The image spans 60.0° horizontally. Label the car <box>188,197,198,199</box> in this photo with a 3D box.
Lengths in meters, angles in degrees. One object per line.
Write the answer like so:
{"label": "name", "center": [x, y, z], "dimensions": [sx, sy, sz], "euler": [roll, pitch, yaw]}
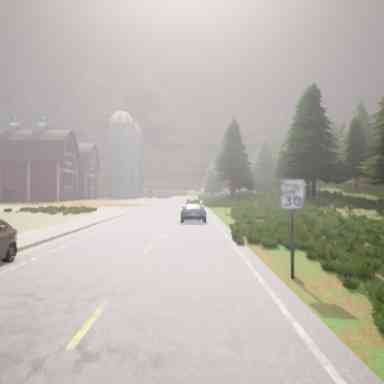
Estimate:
{"label": "car", "center": [0.113, 1.405, 44.141], "dimensions": [2.128, 1.511, 4.902], "euler": [0, 0, 0]}

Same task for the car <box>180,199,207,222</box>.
{"label": "car", "center": [0.104, 1.517, 25.693], "dimensions": [1.994, 1.385, 4.181], "euler": [0, 0, 0]}

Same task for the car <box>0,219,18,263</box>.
{"label": "car", "center": [-6.471, 1.438, 9.164], "dimensions": [1.816, 1.474, 4.193], "euler": [6, 0, -2]}
